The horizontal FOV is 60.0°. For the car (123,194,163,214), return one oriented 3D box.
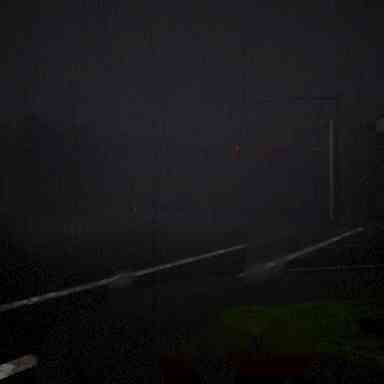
[{"bbox_3d":[-5.268,1.318,37.707,2.150,2.045,5.566,-1,0,35],"label":"car"}]

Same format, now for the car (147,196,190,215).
[{"bbox_3d":[-2.181,1.540,35.987,1.882,1.535,5.008,-1,0,35],"label":"car"}]

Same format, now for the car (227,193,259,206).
[{"bbox_3d":[7.715,1.183,50.082,2.128,1.511,4.902,-1,1,35],"label":"car"}]

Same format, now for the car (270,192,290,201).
[{"bbox_3d":[17.001,0.917,63.211,1.994,1.385,4.181,-1,0,36],"label":"car"}]

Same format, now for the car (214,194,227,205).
[{"bbox_3d":[5.374,1.042,52.834,2.097,1.767,4.553,-1,1,35],"label":"car"}]

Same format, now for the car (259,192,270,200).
[{"bbox_3d":[14.533,0.727,65.758,2.097,1.767,4.553,-1,0,35],"label":"car"}]
